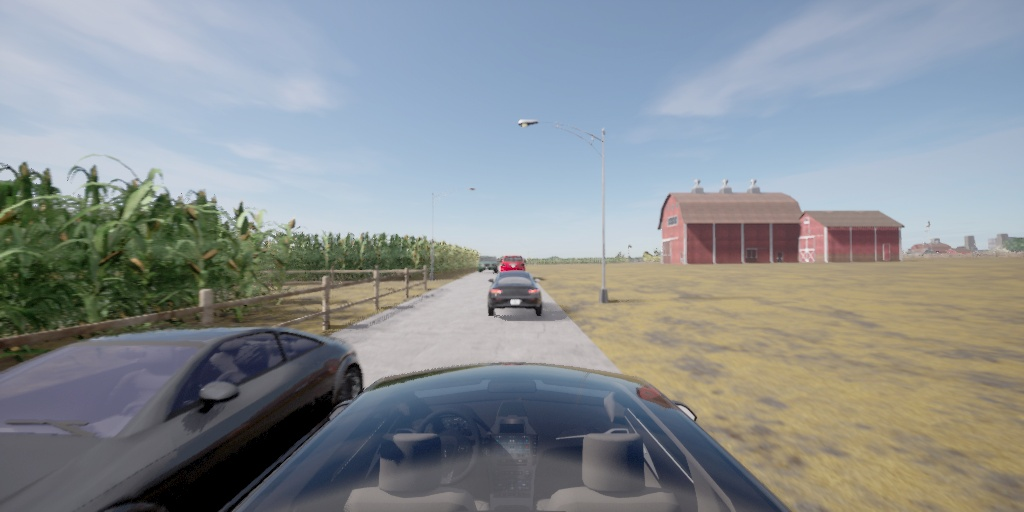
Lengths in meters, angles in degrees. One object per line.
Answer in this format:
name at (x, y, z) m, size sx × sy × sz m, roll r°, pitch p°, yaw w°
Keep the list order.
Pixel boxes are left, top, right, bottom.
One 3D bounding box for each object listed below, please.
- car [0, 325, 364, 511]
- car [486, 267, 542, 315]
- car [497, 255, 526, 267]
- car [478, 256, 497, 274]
car at (-2.849, 1.313, 2.826) m, size 1.994 × 1.385 × 4.181 m, roll 0°, pitch 0°, yaw 0°
car at (0.088, 1.277, 13.357) m, size 1.812 × 1.442 × 4.674 m, roll 0°, pitch -1°, yaw 0°
car at (0.099, 0.973, 31.964) m, size 2.150 × 2.045 × 5.566 m, roll 0°, pitch -1°, yaw 0°
car at (-2.844, 1.011, 43.156) m, size 2.150 × 2.045 × 5.566 m, roll 0°, pitch 0°, yaw 0°
